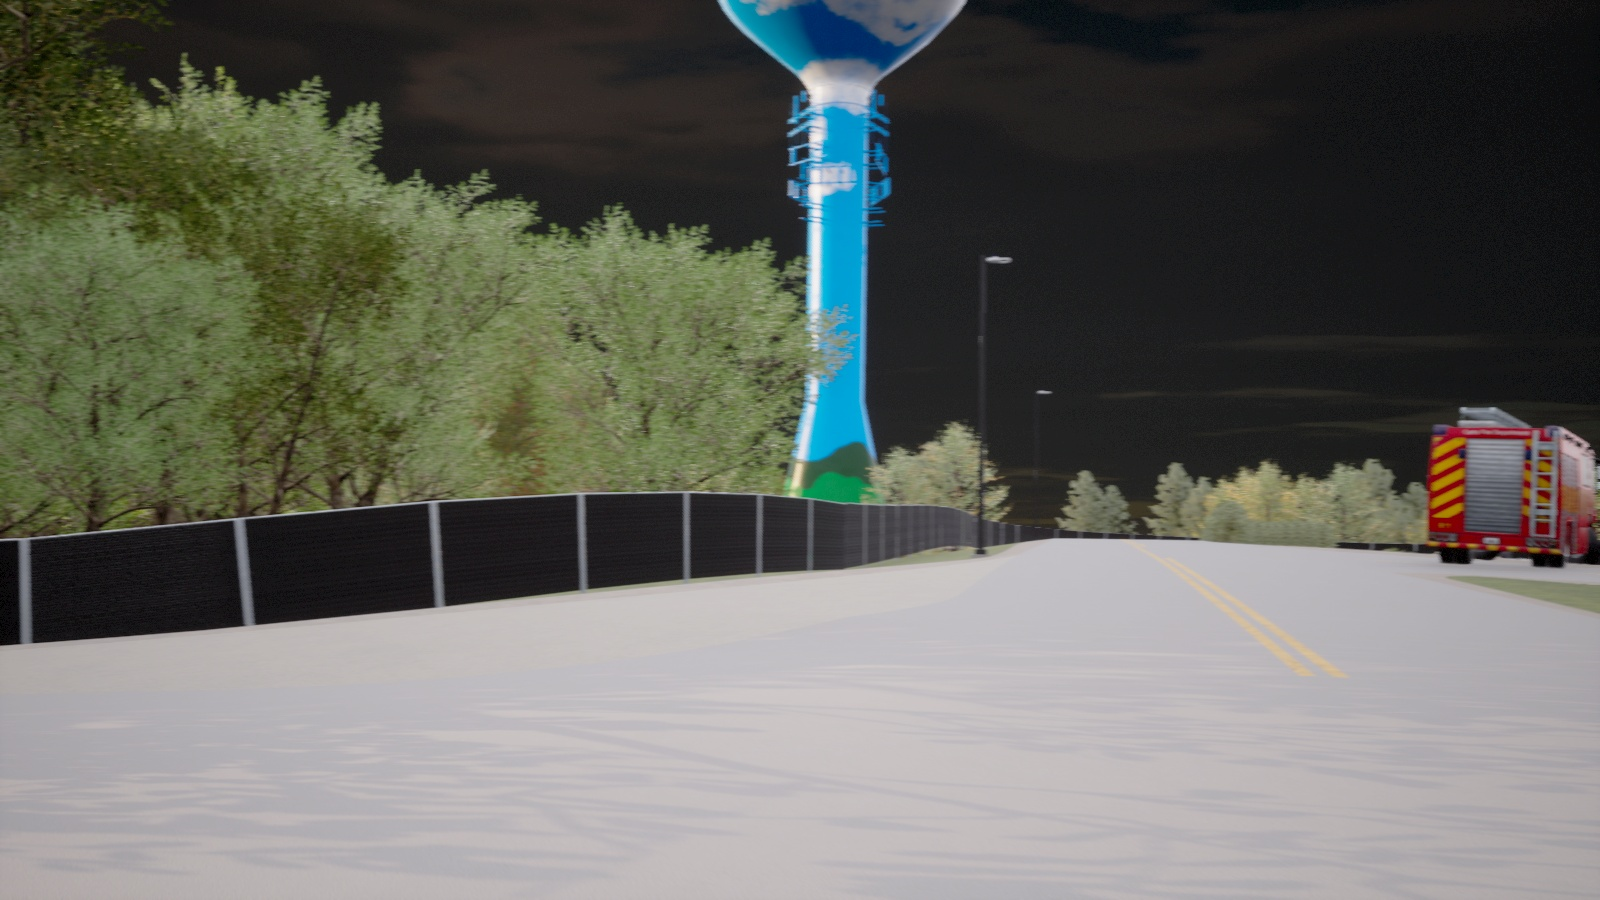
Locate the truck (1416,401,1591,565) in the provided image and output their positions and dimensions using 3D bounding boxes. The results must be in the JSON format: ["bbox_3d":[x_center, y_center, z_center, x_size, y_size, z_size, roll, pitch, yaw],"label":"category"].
[{"bbox_3d":[18.973,0.990,33.558,2.891,3.827,8.468,1,-2,37],"label":"truck"}]

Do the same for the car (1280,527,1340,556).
[{"bbox_3d":[36.243,6.509,89.300,3.866,1.878,1.905,5,-6,-28],"label":"car"}]
